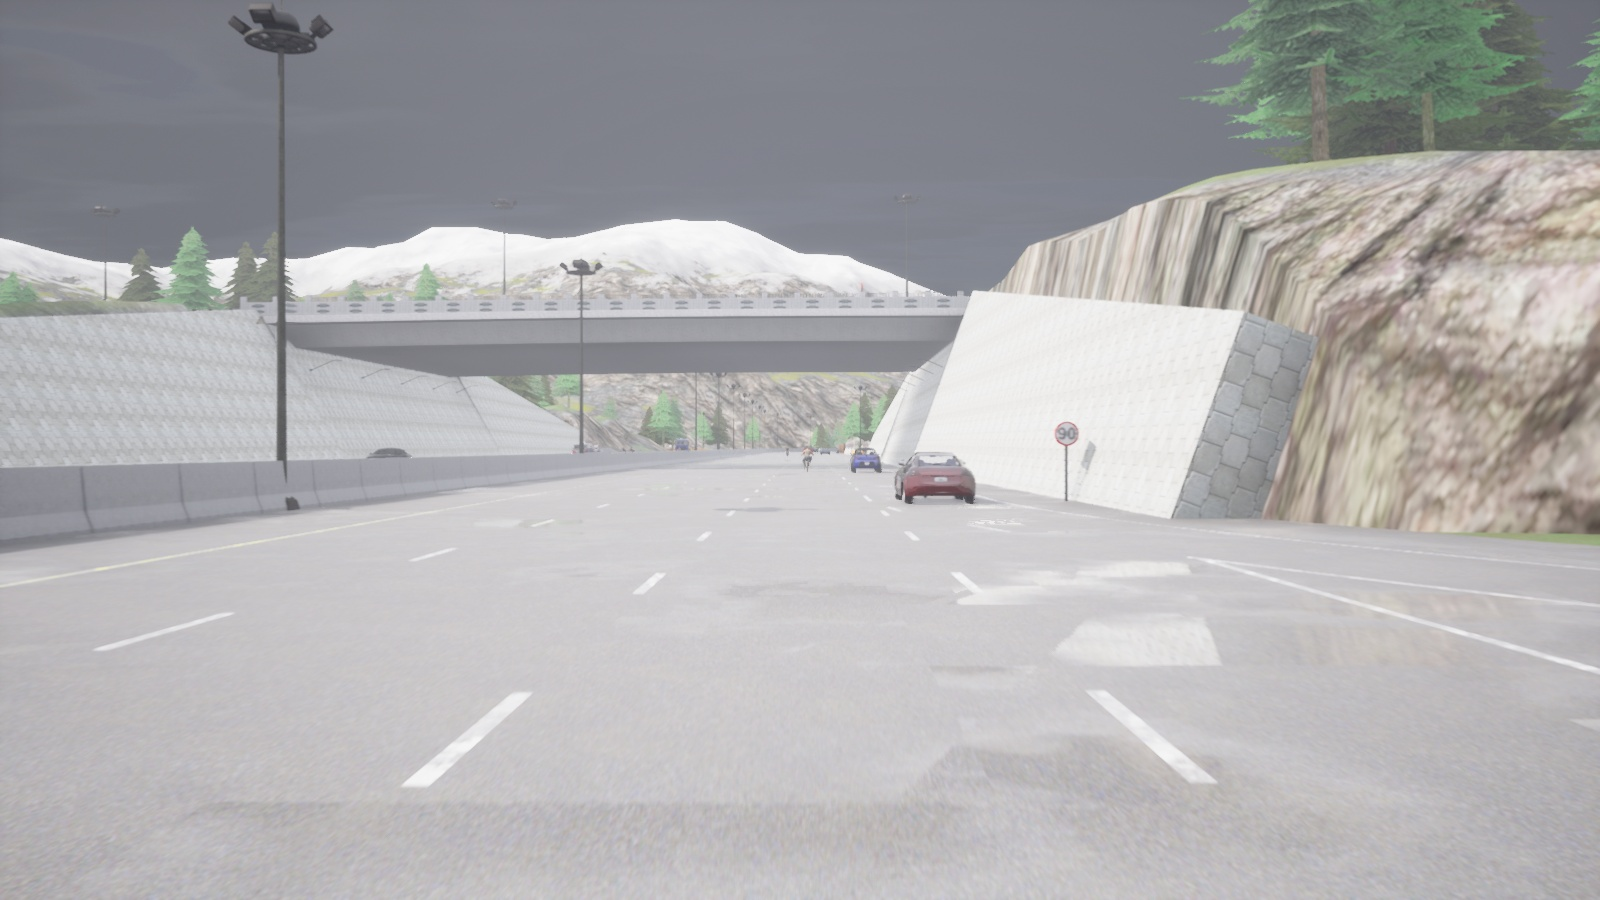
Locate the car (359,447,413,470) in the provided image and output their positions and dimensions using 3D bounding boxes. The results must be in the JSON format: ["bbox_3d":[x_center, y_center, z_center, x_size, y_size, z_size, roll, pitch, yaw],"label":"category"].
[{"bbox_3d":[-27.505,0.545,83.548,1.882,1.535,5.008,0,0,0],"label":"car"}]

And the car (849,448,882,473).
[{"bbox_3d":[3.954,0.621,76.288,1.816,1.474,4.193,0,0,0],"label":"car"}]

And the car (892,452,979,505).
[{"bbox_3d":[3.718,0.748,35.173,1.994,1.385,4.181,0,0,0],"label":"car"}]
